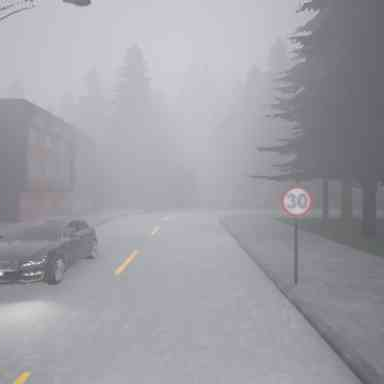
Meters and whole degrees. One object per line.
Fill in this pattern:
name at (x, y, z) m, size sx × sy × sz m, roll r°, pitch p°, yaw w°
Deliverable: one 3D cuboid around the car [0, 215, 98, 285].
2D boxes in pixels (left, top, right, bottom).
car at (-4.104, 1.478, 9.505) m, size 1.837 × 1.490 × 4.892 m, roll 0°, pitch 0°, yaw 0°
